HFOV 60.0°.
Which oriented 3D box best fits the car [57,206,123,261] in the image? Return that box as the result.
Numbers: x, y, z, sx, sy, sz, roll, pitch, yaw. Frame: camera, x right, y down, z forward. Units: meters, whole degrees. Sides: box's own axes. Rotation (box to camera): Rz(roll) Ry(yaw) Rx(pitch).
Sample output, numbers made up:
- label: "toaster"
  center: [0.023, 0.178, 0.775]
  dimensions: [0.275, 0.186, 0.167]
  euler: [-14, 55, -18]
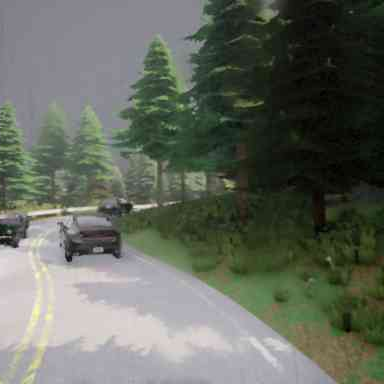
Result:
- label: "car"
  center: [-3.922, 1.531, 12.616]
  dimensions: [1.837, 1.490, 4.892]
  euler: [1, 0, -24]

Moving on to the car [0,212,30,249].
- label: "car"
  center: [-8.219, 1.569, 14.212]
  dimensions: [1.895, 1.301, 4.718]
  euler: [1, 0, -20]

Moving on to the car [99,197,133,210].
- label: "car"
  center: [-6.611, 1.234, 29.209]
  dimensions: [2.097, 1.767, 4.553]
  euler: [-2, 0, 5]
